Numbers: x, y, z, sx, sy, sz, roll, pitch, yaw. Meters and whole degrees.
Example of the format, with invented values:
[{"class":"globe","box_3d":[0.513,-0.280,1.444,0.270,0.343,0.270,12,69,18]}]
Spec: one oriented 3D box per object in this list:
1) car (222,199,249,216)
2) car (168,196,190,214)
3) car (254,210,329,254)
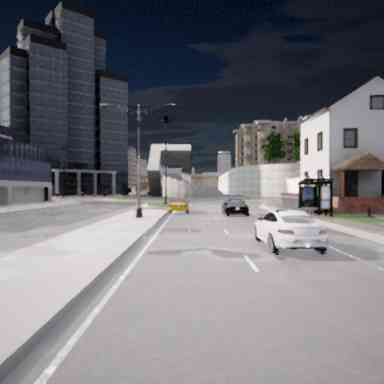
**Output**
[{"class":"car","box_3d":[3.658,1.259,28.458,1.994,1.385,4.181,0,1,1]},{"class":"car","box_3d":[-1.191,1.122,31.109,1.801,1.575,5.366,0,1,0]},{"class":"car","box_3d":[3.599,1.389,12.667,1.812,1.442,4.674,0,1,0]}]
